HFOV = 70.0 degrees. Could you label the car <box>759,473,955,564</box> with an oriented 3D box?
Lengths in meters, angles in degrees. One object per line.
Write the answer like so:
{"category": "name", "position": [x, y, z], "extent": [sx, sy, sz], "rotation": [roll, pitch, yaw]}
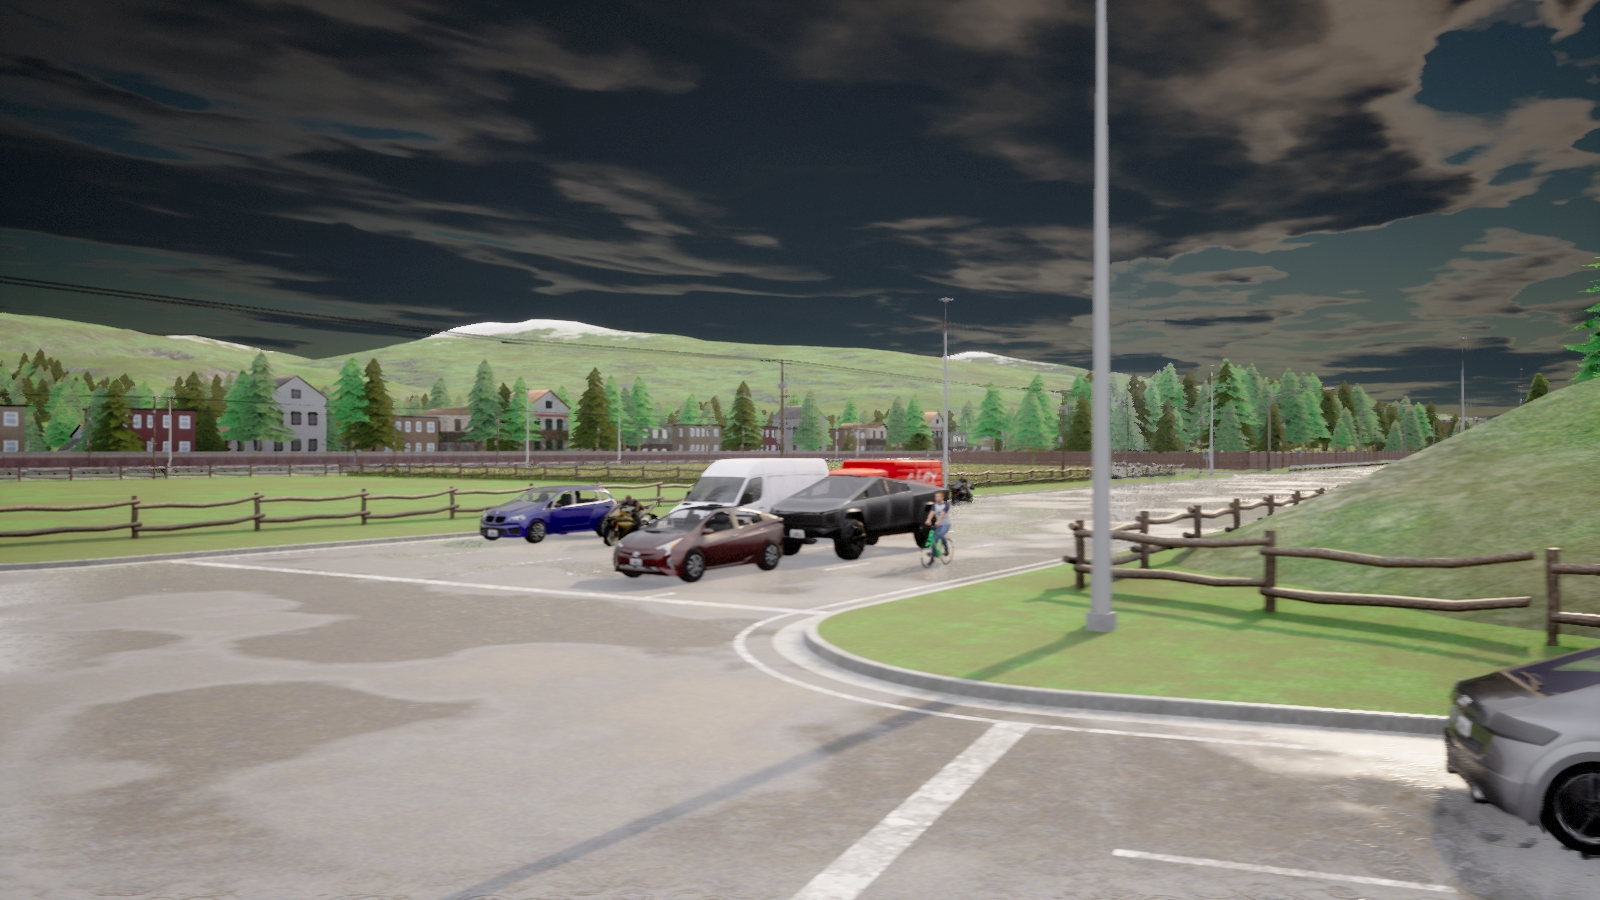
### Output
{"category": "car", "position": [1.715, 1.751, 31.321], "extent": [2.390, 2.098, 6.274], "rotation": [0, 0, 35]}

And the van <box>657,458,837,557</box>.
{"category": "van", "position": [-1.390, 1.531, 32.999], "extent": [1.988, 2.561, 5.915], "rotation": [0, 0, 35]}

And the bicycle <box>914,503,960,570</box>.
{"category": "bicycle", "position": [3.307, 2.054, 27.494], "extent": [0.373, 1.496, 1.643], "rotation": [0, 0, 35]}

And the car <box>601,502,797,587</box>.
{"category": "car", "position": [-2.164, 2.036, 25.762], "extent": [2.007, 1.525, 4.514], "rotation": [0, 0, 34]}

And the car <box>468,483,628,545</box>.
{"category": "car", "position": [-7.848, 1.961, 35.971], "extent": [2.242, 1.667, 4.611], "rotation": [0, 0, 35]}

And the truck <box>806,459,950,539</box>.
{"category": "truck", "position": [2.750, 1.563, 39.068], "extent": [2.627, 2.467, 5.204], "rotation": [0, 0, 34]}

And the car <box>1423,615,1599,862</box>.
{"category": "car", "position": [7.111, 2.120, 8.348], "extent": [4.181, 1.385, 1.994], "rotation": [0, 0, 17]}

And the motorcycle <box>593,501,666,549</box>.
{"category": "motorcycle", "position": [-5.037, 2.200, 33.885], "extent": [0.867, 1.251, 2.209], "rotation": [0, 0, 35]}

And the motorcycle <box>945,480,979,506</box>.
{"category": "motorcycle", "position": [8.399, 2.203, 59.132], "extent": [0.867, 1.251, 2.209], "rotation": [0, 0, 35]}
